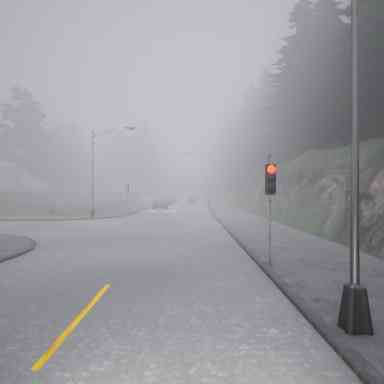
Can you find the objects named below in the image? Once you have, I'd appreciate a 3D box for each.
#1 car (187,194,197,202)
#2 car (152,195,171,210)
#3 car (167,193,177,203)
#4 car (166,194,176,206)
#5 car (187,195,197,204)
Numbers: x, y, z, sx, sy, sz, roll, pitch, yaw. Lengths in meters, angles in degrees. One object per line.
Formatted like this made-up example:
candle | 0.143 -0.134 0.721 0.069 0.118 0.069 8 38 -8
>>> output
car | -0.049 1.355 73.585 2.097 1.767 4.553 0 0 0
car | -4.115 1.526 43.455 1.812 1.442 4.674 0 0 0
car | -4.086 1.221 64.426 2.150 2.045 5.566 0 0 0
car | -4.128 1.478 53.746 1.882 1.535 5.008 0 0 0
car | 0.056 1.478 63.492 1.882 1.535 5.008 0 0 0
